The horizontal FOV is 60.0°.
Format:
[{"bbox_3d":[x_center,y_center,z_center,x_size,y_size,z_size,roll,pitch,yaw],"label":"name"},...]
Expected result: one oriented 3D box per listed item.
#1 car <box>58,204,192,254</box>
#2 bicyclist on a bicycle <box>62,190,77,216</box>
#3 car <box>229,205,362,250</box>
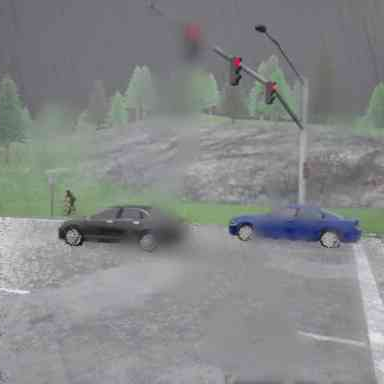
[{"bbox_3d":[-2.448,1.207,11.977,4.892,1.490,1.837,2,0,18],"label":"car"},{"bbox_3d":[-7.832,0.709,21.348,0.582,1.620,1.656,1,2,14],"label":"bicyclist on a bicycle"},{"bbox_3d":[3.965,1.259,13.294,5.008,1.535,1.882,2,0,21],"label":"car"}]
